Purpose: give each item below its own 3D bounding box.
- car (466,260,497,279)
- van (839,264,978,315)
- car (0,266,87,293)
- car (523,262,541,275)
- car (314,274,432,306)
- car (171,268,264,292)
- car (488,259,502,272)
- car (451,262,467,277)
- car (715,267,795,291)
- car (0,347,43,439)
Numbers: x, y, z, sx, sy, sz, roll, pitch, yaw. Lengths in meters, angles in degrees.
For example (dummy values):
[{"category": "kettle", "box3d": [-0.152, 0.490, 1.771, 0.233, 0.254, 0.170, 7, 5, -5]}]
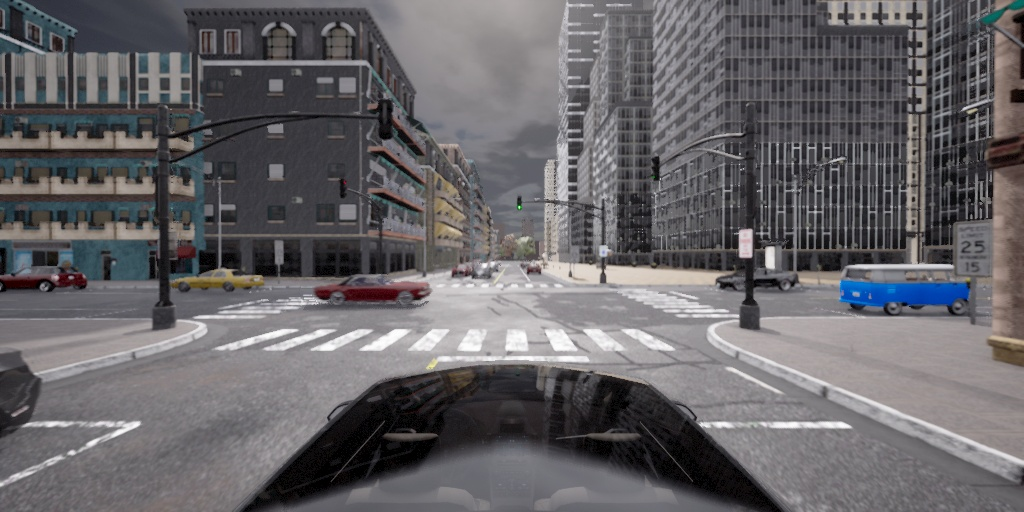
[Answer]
[{"category": "car", "box3d": [-3.016, 1.498, 36.540, 2.128, 1.511, 4.902, 0, 0, 1]}, {"category": "van", "box3d": [14.714, 1.207, 13.408, 3.998, 1.789, 1.690, 0, 0, 0]}, {"category": "car", "box3d": [-28.737, 1.340, 21.815, 4.097, 1.591, 1.967, 0, 0, 0]}, {"category": "car", "box3d": [2.753, 1.622, 45.551, 1.888, 1.381, 4.507, 0, 0, 0]}, {"category": "car", "box3d": [-6.073, 1.490, 16.106, 4.718, 1.301, 1.895, 0, 0, 0]}, {"category": "car", "box3d": [-17.839, 1.398, 21.809, 4.829, 1.417, 1.751, 0, 0, 0]}, {"category": "car", "box3d": [-2.969, 1.624, 52.962, 2.128, 1.511, 4.902, 0, 0, 0]}, {"category": "car", "box3d": [-5.607, 1.578, 39.864, 1.888, 1.381, 4.507, 0, 0, 0]}, {"category": "car", "box3d": [14.719, 1.369, 21.789, 4.313, 1.339, 1.948, 0, 0, 0]}, {"category": "car", "box3d": [-5.693, 1.301, 1.799, 2.007, 1.370, 4.403, 0, 0, 0]}]
